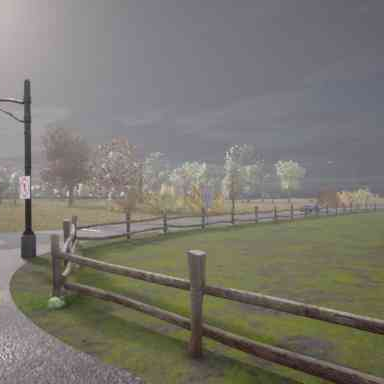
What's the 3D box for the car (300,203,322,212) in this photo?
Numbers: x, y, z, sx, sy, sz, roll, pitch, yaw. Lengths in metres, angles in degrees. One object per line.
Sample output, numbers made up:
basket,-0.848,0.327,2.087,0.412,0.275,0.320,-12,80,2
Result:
car,18.950,2.449,52.944,2.033,1.411,5.357,-1,-2,40
